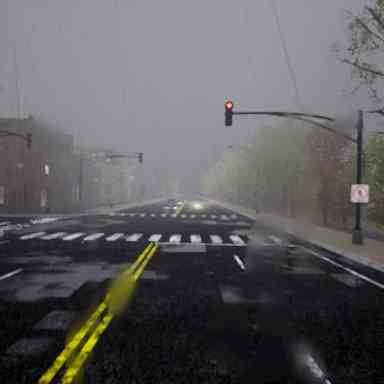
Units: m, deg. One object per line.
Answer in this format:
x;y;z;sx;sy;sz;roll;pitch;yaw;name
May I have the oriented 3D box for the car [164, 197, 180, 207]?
-3.446;1.829;55.961;1.812;1.442;4.674;1;1;0;car
